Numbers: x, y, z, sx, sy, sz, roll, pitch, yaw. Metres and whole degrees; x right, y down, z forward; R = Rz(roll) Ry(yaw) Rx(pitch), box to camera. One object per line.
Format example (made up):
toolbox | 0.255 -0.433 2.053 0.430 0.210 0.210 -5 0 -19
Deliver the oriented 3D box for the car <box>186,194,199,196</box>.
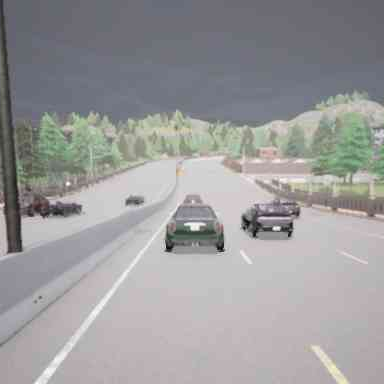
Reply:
car | 0.100 0.947 34.476 2.097 1.767 4.553 0 2 0

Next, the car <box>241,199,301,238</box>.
car | 3.600 1.314 16.551 2.128 1.511 4.902 0 0 0

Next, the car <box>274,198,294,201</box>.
car | 7.100 1.210 26.388 2.128 1.511 4.902 0 0 0

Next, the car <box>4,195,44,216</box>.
car | -14.037 1.048 28.527 2.097 1.767 4.553 0 1 0

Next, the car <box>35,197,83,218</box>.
car | -10.535 1.313 27.077 1.895 1.301 4.718 0 1 1

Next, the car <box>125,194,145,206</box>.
car | -7.001 0.910 41.122 1.895 1.301 4.718 0 3 0

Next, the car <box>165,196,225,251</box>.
car | 0.100 1.209 13.427 2.097 1.767 4.553 0 1 0
